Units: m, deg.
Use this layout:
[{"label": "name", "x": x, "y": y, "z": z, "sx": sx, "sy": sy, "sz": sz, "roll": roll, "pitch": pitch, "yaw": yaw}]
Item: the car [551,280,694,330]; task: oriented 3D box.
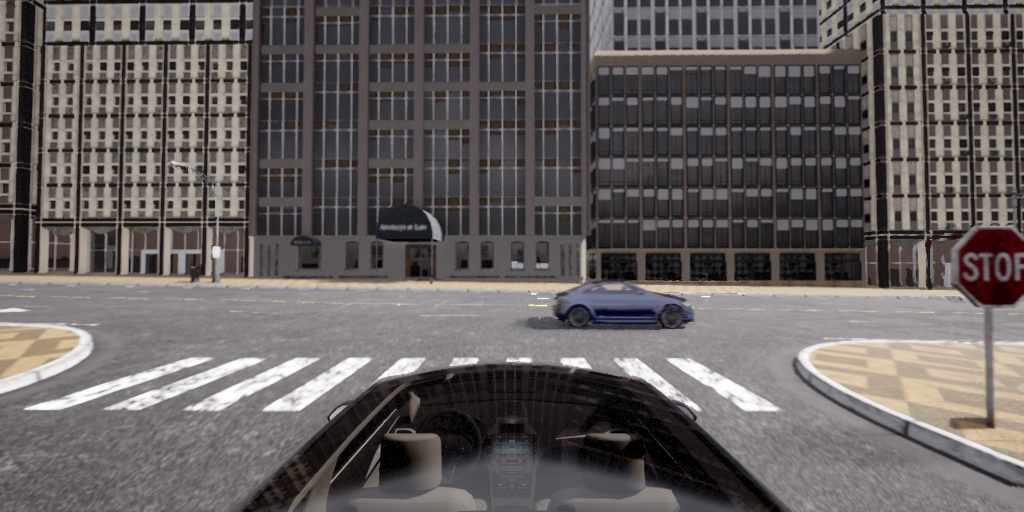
[{"label": "car", "x": 3.337, "y": 1.443, "z": 11.240, "sx": 4.181, "sy": 1.385, "sz": 1.994, "roll": 0, "pitch": -1, "yaw": 1}]
